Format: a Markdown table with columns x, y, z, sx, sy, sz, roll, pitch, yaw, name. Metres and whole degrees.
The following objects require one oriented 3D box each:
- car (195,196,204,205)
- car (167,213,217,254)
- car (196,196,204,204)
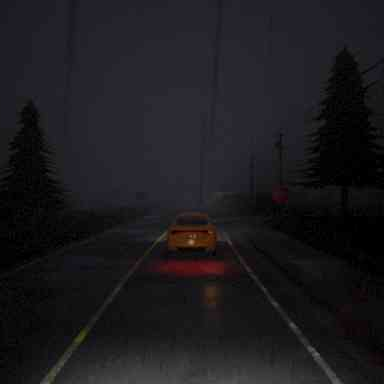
| x | y | z | sx | sy | sz | roll | pitch | yaw | name |
| --- | --- | --- | --- | --- | --- | --- | --- | --- | --- |
| 1.880 | 2.345 | 80.007 | 1.837 | 1.490 | 4.892 | 0 | -1 | 2 | car |
| 0.052 | 1.623 | 14.154 | 1.882 | 1.535 | 5.008 | 0 | 0 | 2 | car |
| 2.177 | 2.072 | 90.456 | 2.150 | 2.045 | 5.566 | 0 | -1 | 2 | car |
